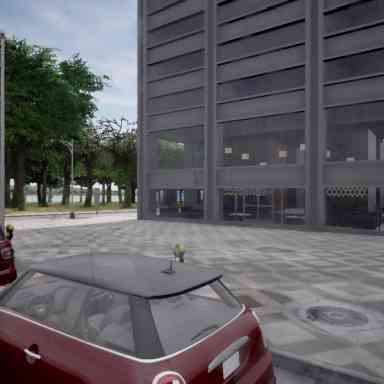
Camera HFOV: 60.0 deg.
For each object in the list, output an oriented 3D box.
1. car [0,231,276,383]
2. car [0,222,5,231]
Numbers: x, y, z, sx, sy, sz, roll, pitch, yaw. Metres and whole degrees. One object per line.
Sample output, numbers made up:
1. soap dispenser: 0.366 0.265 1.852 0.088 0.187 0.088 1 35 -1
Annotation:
1. car: -1.257 1.440 3.855 4.097 1.590 1.967 0 0 35
2. car: -5.686 1.315 7.010 5.009 1.841 2.192 0 0 35
